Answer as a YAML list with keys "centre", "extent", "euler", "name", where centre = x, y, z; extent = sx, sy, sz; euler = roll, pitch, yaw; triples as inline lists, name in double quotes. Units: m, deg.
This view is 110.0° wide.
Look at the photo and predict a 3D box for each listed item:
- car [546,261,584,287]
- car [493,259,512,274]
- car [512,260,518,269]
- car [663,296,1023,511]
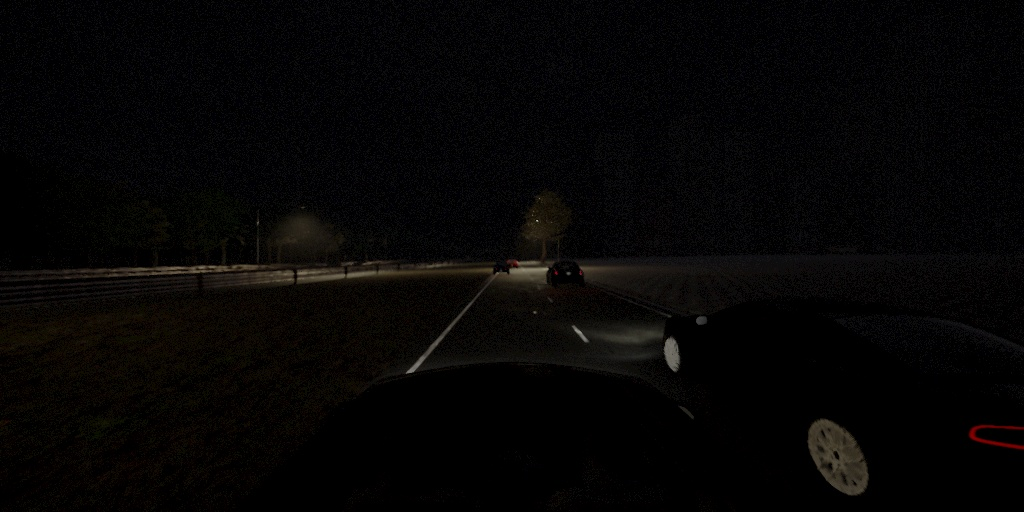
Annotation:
- centre: [3.611, 1.133, 24.942]
  extent: [2.097, 1.767, 4.553]
  euler: [0, 0, 0]
  name: "car"
- centre: [-1.207, 1.344, 41.453]
  extent: [1.812, 1.442, 4.674]
  euler: [0, 0, 0]
  name: "car"
- centre: [0.027, 1.362, 59.668]
  extent: [1.882, 1.535, 5.008]
  euler: [0, 0, 0]
  name: "car"
- centre: [3.601, 1.231, 4.385]
  extent: [1.882, 1.535, 5.008]
  euler: [0, 0, 0]
  name: "car"
